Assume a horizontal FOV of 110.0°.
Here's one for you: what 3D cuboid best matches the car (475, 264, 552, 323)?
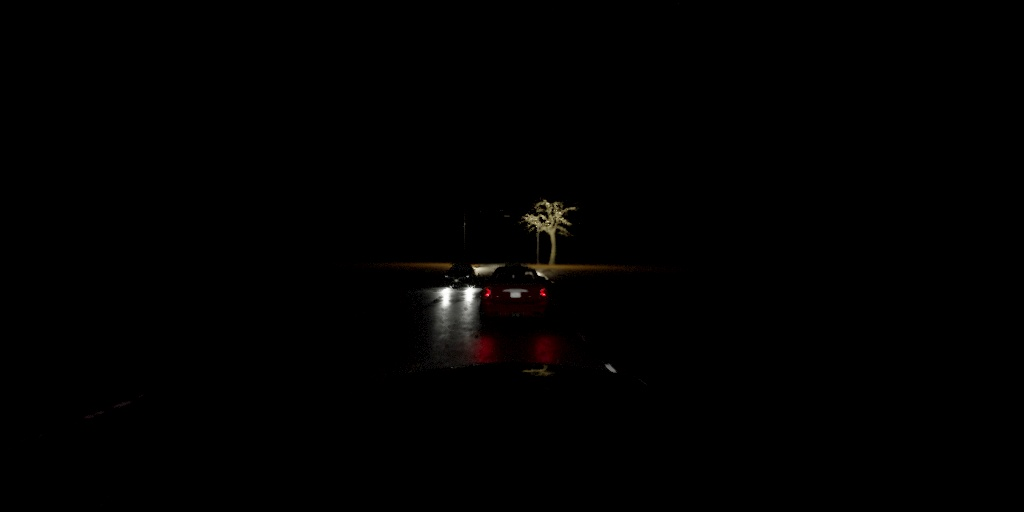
[{"bbox_3d":[0.100,1.104,12.218,2.097,1.767,4.553,0,0,0],"label":"car"}]

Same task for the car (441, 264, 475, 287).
[{"bbox_3d":[-3.496,1.277,24.858,1.812,1.442,4.674,0,0,0],"label":"car"}]
